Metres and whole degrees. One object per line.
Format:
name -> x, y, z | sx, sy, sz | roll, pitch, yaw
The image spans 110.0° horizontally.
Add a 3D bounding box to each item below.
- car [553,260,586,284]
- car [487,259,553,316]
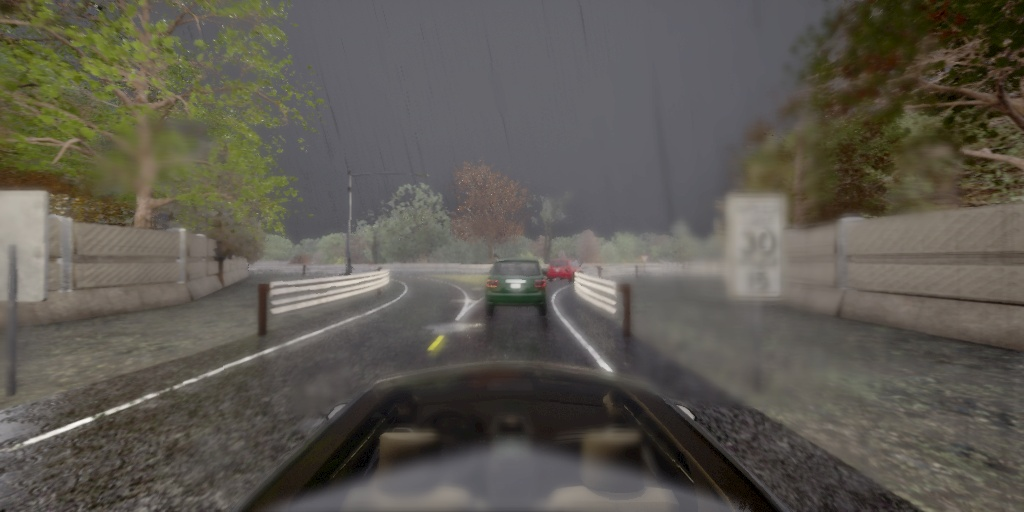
car -> 5.075, 1.367, 32.607 | 2.150, 2.045, 5.566 | 0, -1, 26
car -> 0.293, 1.134, 14.372 | 2.150, 2.045, 5.566 | 0, -1, 3
